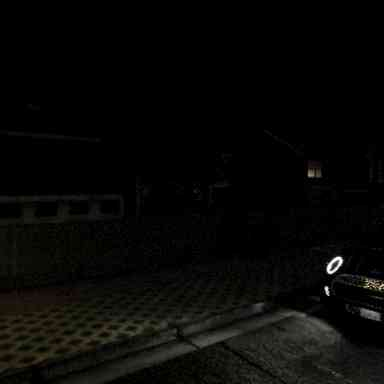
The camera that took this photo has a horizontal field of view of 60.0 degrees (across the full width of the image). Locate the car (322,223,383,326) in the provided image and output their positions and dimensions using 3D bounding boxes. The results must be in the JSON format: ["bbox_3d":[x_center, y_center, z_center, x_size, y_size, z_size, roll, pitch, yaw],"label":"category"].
[{"bbox_3d":[4.572,1.321,6.598,4.553,1.767,2.097,0,0,-38],"label":"car"}]
